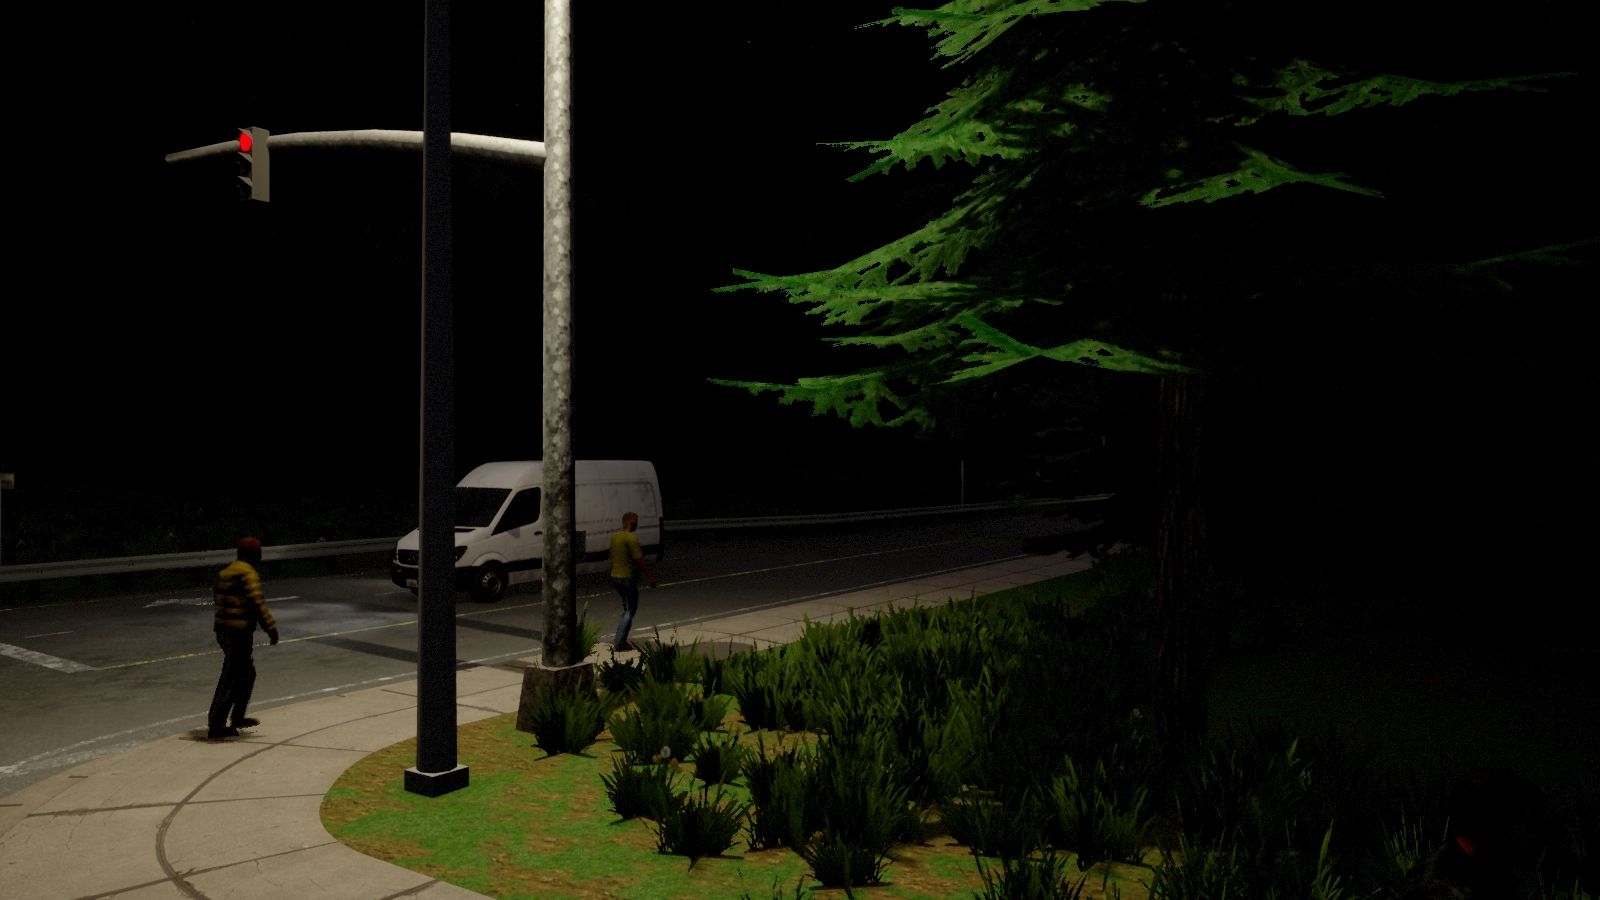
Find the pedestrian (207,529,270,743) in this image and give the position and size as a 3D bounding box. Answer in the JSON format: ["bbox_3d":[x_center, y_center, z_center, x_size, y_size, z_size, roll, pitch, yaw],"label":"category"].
[{"bbox_3d":[-5.101,1.665,10.378,0.375,1.860,0.375,0,0,34],"label":"pedestrian"}]

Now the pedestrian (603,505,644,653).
[{"bbox_3d":[-2.293,1.663,14.837,0.375,1.860,0.375,0,0,-45],"label":"pedestrian"}]

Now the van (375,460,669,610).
[{"bbox_3d":[-5.303,1.497,22.805,1.988,2.561,5.915,0,0,34],"label":"van"}]

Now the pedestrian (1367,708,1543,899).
[{"bbox_3d":[1.795,1.695,3.128,0.375,1.860,0.375,0,0,37],"label":"pedestrian"}]
